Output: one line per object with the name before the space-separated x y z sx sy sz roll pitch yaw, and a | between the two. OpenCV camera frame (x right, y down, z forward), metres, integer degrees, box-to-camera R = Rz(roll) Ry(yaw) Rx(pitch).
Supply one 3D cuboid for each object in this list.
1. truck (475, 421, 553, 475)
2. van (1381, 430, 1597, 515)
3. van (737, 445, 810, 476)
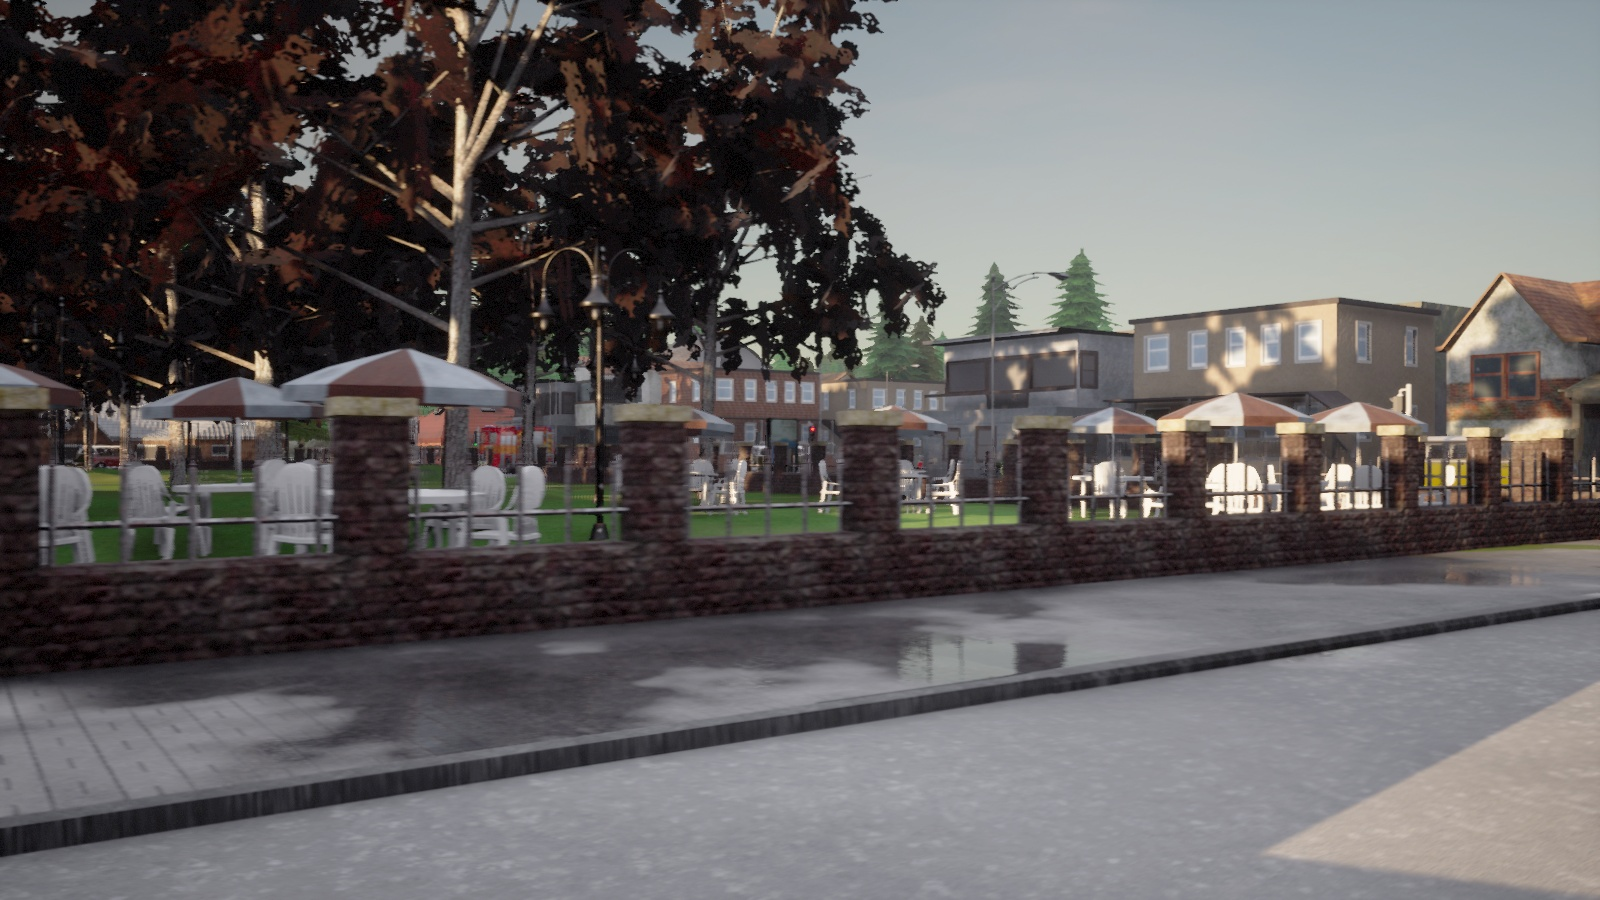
truck | -21.305 -0.138 93.216 2.891 3.827 8.468 0 0 -33
van | 17.319 0.540 31.774 1.775 1.987 4.442 0 0 -35
van | -1.750 0.683 83.511 4.480 2.038 2.069 0 0 -35
